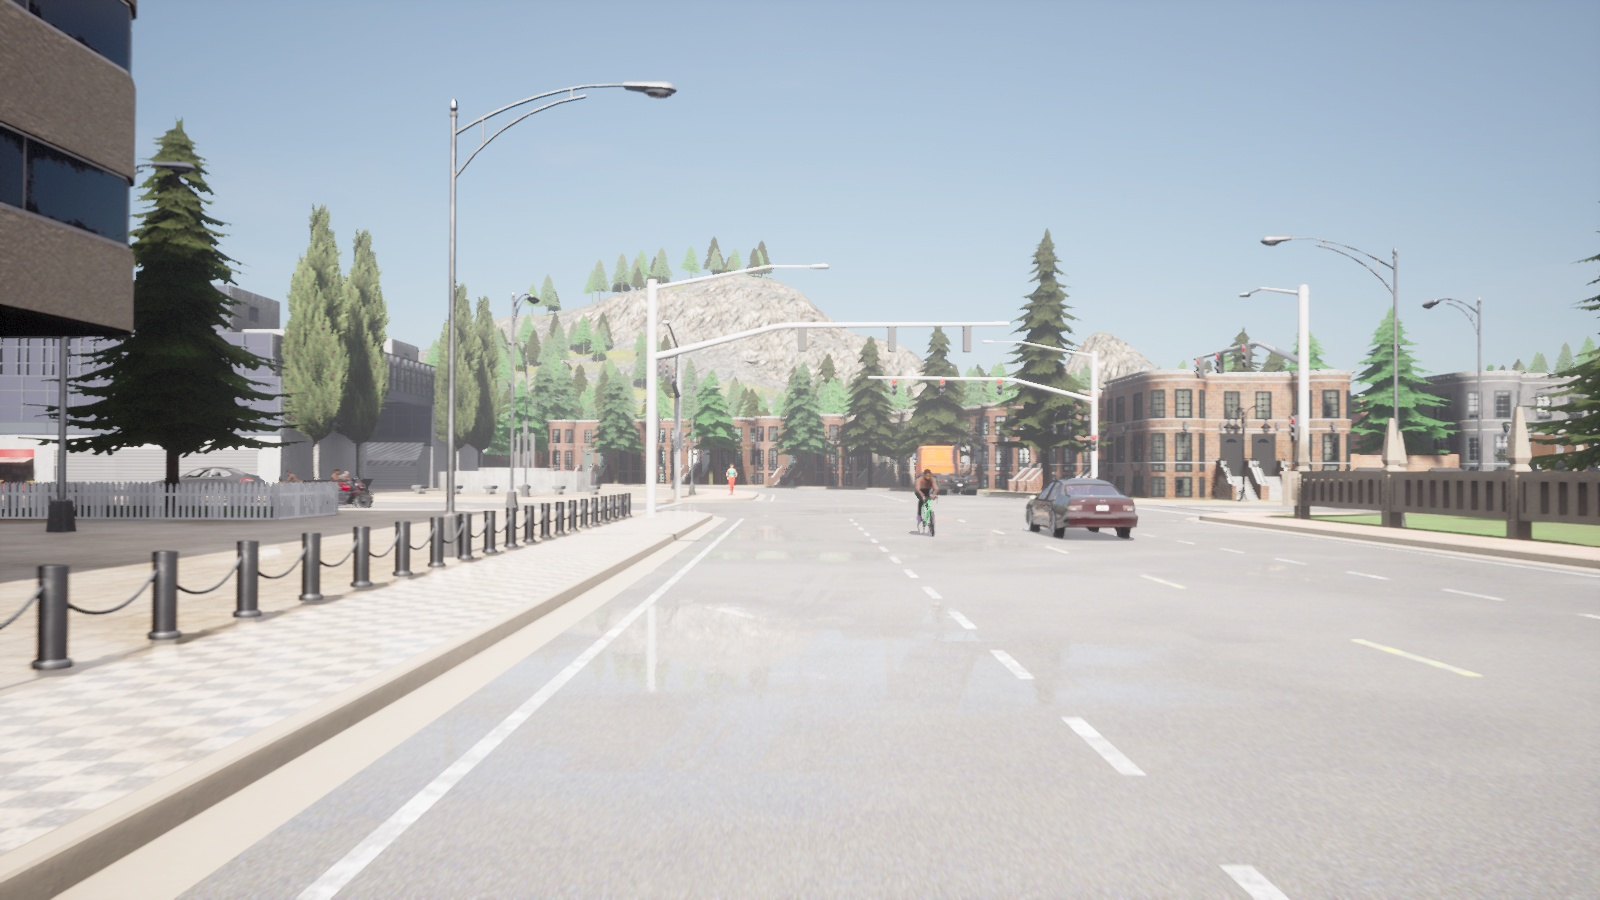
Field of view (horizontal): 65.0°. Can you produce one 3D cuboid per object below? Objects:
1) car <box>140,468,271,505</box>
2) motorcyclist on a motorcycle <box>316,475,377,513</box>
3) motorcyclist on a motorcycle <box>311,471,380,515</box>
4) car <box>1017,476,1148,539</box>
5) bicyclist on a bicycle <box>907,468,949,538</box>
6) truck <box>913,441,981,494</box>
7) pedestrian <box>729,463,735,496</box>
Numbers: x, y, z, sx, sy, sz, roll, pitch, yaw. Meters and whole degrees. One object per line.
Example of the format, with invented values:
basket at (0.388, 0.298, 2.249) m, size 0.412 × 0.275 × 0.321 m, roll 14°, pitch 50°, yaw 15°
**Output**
car at (-27.520, 1.679, 58.244) m, size 5.027 × 1.651 × 2.152 m, roll 0°, pitch -1°, yaw 0°
motorcyclist on a motorcycle at (-18.500, 1.782, 51.270) m, size 2.191 × 1.530 × 0.866 m, roll 0°, pitch -1°, yaw 0°
motorcyclist on a motorcycle at (-17.291, 1.634, 47.775) m, size 2.350 × 1.649 × 0.766 m, roll 0°, pitch -1°, yaw 0°
car at (6.925, 1.360, 31.383) m, size 2.033 × 1.411 × 5.357 m, roll 0°, pitch -1°, yaw 0°
bicyclist on a bicycle at (3.081, 1.262, 30.288) m, size 0.582 × 1.620 × 1.656 m, roll -1°, pitch 0°, yaw -9°
truck at (10.019, 1.238, 86.312) m, size 2.891 × 3.462 × 7.936 m, roll 0°, pitch -1°, yaw -7°
pedestrian at (-3.871, 1.685, 71.470) m, size 0.345 × 1.836 × 0.594 m, roll 0°, pitch -1°, yaw -7°
